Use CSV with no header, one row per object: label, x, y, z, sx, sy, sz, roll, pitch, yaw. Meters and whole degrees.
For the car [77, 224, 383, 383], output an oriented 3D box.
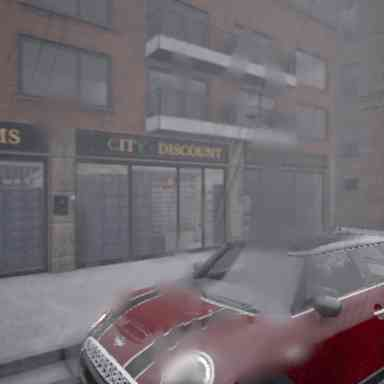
car,1.029,1.360,4.110,4.553,1.767,2.097,0,0,-35
